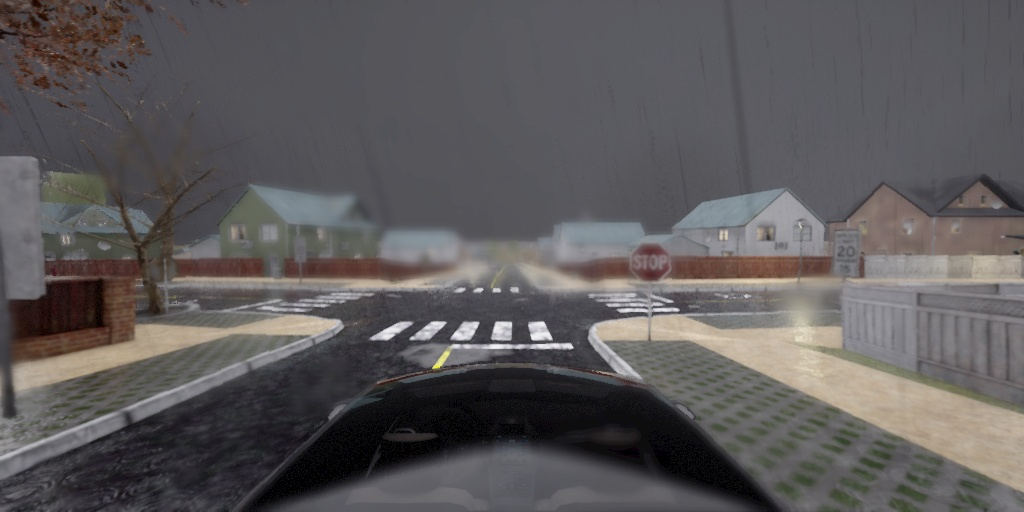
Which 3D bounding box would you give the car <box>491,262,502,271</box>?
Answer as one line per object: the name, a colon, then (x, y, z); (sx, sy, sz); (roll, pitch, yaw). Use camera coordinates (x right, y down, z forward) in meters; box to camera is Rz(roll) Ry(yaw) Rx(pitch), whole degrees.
car: (-2.756, 1.923, 65.070); (2.128, 1.511, 4.902); (0, -1, 0)
